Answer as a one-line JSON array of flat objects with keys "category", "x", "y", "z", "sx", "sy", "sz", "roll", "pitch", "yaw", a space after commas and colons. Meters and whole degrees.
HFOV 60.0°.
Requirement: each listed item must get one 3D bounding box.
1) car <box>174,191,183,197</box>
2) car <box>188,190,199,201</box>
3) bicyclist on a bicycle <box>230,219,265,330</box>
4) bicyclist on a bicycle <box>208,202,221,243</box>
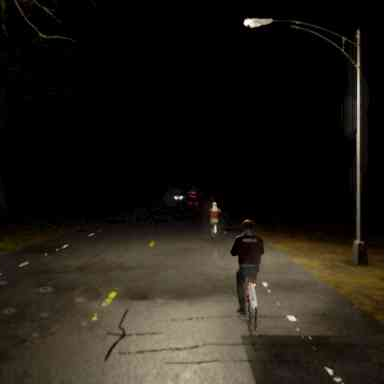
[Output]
[{"category": "car", "x": -3.285, "y": 0.394, "z": 82.936, "sx": 2.128, "sy": 1.511, "sz": 4.902, "roll": 0, "pitch": 2, "yaw": 0}, {"category": "car", "x": 0.242, "y": 0.919, "z": 61.107, "sx": 2.128, "sy": 1.511, "sz": 4.902, "roll": 0, "pitch": 1, "yaw": 0}, {"category": "bicyclist on a bicycle", "x": 0.982, "y": 1.367, "z": 6.017, "sx": 0.659, "sy": 1.776, "sz": 1.843, "roll": 0, "pitch": 0, "yaw": 0}, {"category": "bicyclist on a bicycle", "x": 1.005, "y": 1.340, "z": 14.985, "sx": 0.659, "sy": 1.776, "sz": 1.843, "roll": 0, "pitch": 1, "yaw": 0}]
